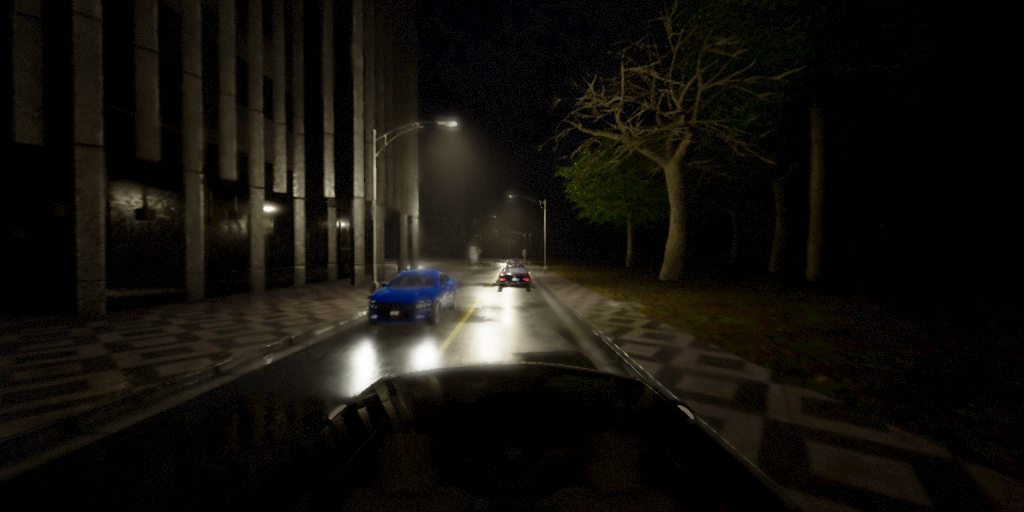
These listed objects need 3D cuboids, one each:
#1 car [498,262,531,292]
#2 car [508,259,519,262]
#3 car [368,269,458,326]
[{"bbox_3d":[0.133,1.259,21.109,2.033,1.411,5.357,0,0,0],"label":"car"},{"bbox_3d":[0.177,1.152,46.248,2.033,1.411,5.357,0,0,0],"label":"car"},{"bbox_3d":[-3.026,1.218,11.822,1.882,1.535,5.008,0,0,1],"label":"car"}]
